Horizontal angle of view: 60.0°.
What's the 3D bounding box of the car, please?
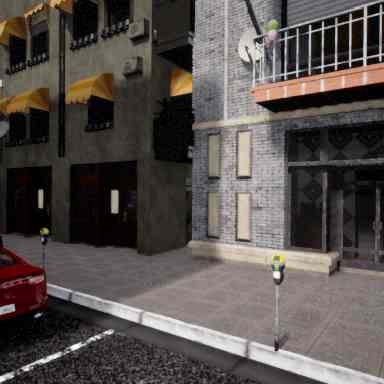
[{"bbox_3d":[-4.460,1.544,6.051,4.507,1.381,1.887,0,1,36],"label":"car"}]
